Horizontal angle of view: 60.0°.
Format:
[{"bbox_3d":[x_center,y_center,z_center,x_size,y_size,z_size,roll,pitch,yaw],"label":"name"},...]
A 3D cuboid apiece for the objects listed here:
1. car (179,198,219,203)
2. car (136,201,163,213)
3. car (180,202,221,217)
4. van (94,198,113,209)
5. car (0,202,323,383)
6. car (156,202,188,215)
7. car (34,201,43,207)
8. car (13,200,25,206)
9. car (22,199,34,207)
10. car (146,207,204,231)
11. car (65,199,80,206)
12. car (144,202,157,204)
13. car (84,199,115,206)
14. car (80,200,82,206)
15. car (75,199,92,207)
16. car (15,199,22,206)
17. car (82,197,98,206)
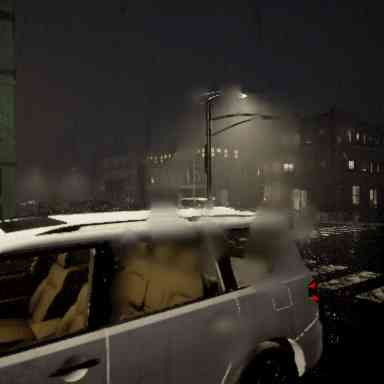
[{"bbox_3d":[0.942,1.443,24.776,2.150,2.045,5.566,-1,0,-35],"label":"car"},{"bbox_3d":[-5.652,1.966,43.943,1.802,1.307,4.206,-2,0,-36],"label":"car"},{"bbox_3d":[0.785,1.810,34.938,2.008,1.369,4.403,-2,0,-36],"label":"car"},{"bbox_3d":[-15.317,1.907,57.450,1.690,1.788,3.998,-1,0,-36],"label":"van"},{"bbox_3d":[-1.193,1.222,2.835,5.566,2.045,2.150,0,0,-36],"label":"car"},{"bbox_3d":[-2.434,1.904,39.441,1.802,1.307,4.206,-2,0,-36],"label":"car"},{"bbox_3d":[-25.249,2.233,56.939,1.752,1.417,4.829,-1,0,-36],"label":"car"},{"bbox_3d":[-41.446,2.547,79.590,2.008,1.369,4.403,-1,0,-36],"label":"car"},{"bbox_3d":[-31.787,2.376,66.083,2.008,1.369,4.403,-1,0,-36],"label":"car"},{"bbox_3d":[-1.277,1.815,23.207,1.947,1.339,4.313,-2,0,-36],"label":"car"},{"bbox_3d":[-21.472,2.230,61.626,1.994,1.385,4.181,-1,0,-36],"label":"car"},{"bbox_3d":[-5.010,1.886,33.103,2.033,1.411,5.357,-1,0,-36],"label":"car"},{"bbox_3d":[-9.253,1.847,34.564,1.967,1.590,4.097,-1,0,-36],"label":"car"},{"bbox_3d":[-18.538,1.940,61.952,2.192,1.841,5.009,-1,0,-36],"label":"car"},{"bbox_3d":[-21.752,2.228,66.455,1.887,1.381,4.507,-1,0,-36],"label":"car"},{"bbox_3d":[-38.228,2.380,75.086,1.967,1.590,4.097,-1,0,-36],"label":"car"},{"bbox_3d":[-15.411,2.032,53.147,1.882,1.535,5.008,-1,0,-35],"label":"car"}]
